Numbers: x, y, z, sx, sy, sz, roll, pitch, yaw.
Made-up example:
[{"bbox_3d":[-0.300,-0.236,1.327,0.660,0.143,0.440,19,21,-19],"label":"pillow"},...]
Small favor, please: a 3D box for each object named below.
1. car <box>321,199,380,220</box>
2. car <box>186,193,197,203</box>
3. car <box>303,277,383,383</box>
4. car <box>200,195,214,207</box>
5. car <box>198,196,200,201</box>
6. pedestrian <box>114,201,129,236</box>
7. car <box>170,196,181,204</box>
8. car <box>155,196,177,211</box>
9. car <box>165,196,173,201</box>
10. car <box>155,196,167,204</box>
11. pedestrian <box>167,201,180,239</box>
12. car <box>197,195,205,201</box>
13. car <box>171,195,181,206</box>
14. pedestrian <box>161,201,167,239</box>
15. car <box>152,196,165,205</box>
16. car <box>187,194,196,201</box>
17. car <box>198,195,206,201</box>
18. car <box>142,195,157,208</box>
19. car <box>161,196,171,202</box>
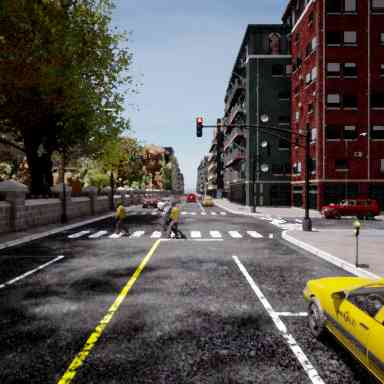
[{"bbox_3d":[14.550,1.591,30.562,5.009,1.841,2.192,1,-1,0],"label":"car"},{"bbox_3d":[-0.153,1.245,72.450,2.150,2.045,5.566,0,0,0],"label":"car"},{"bbox_3d":[2.680,1.525,3.714,1.752,1.417,4.829,0,0,0],"label":"car"},{"bbox_3d":[2.574,1.538,52.815,1.752,1.417,4.829,0,0,0],"label":"car"},{"bbox_3d":[2.563,1.562,58.180,1.887,1.381,4.507,0,0,0],"label":"car"},{"bbox_3d":[-3.584,1.294,16.916,0.375,1.860,0.375,0,0,0],"label":"pedestrian"},{"bbox_3d":[-3.183,1.500,64.440,1.882,1.535,5.008,0,0,0],"label":"car"},{"bbox_3d":[-3.156,1.532,41.199,1.812,1.442,4.674,0,0,-1],"label":"car"},{"bbox_3d":[-5.876,1.623,85.838,1.802,1.307,4.206,0,0,0],"label":"car"},{"bbox_3d":[-5.829,1.566,63.697,1.887,1.381,4.507,0,0,0],"label":"car"},{"bbox_3d":[-0.859,1.294,15.643,0.375,1.860,0.375,0,0,0],"label":"pedestrian"},{"bbox_3d":[2.492,1.592,91.391,1.887,1.381,4.507,0,0,0],"label":"car"},{"bbox_3d":[-3.204,1.560,51.779,2.033,1.411,5.357,0,0,0],"label":"car"},{"bbox_3d":[-1.182,1.294,16.321,0.375,1.860,0.375,0,0,0],"label":"pedestrian"},{"bbox_3d":[-5.818,1.457,58.162,1.967,1.590,4.097,0,0,0],"label":"car"},{"bbox_3d":[-0.176,1.306,82.811,2.097,1.767,4.553,0,0,0],"label":"car"},{"bbox_3d":[2.504,1.586,85.856,1.887,1.381,4.507,0,0,0],"label":"car"},{"bbox_3d":[-5.794,1.324,47.091,2.192,1.841,5.009,0,0,0],"label":"car"},{"bbox_3d":[-5.852,1.613,74.767,1.802,1.307,4.206,0,0,0],"label":"car"}]
